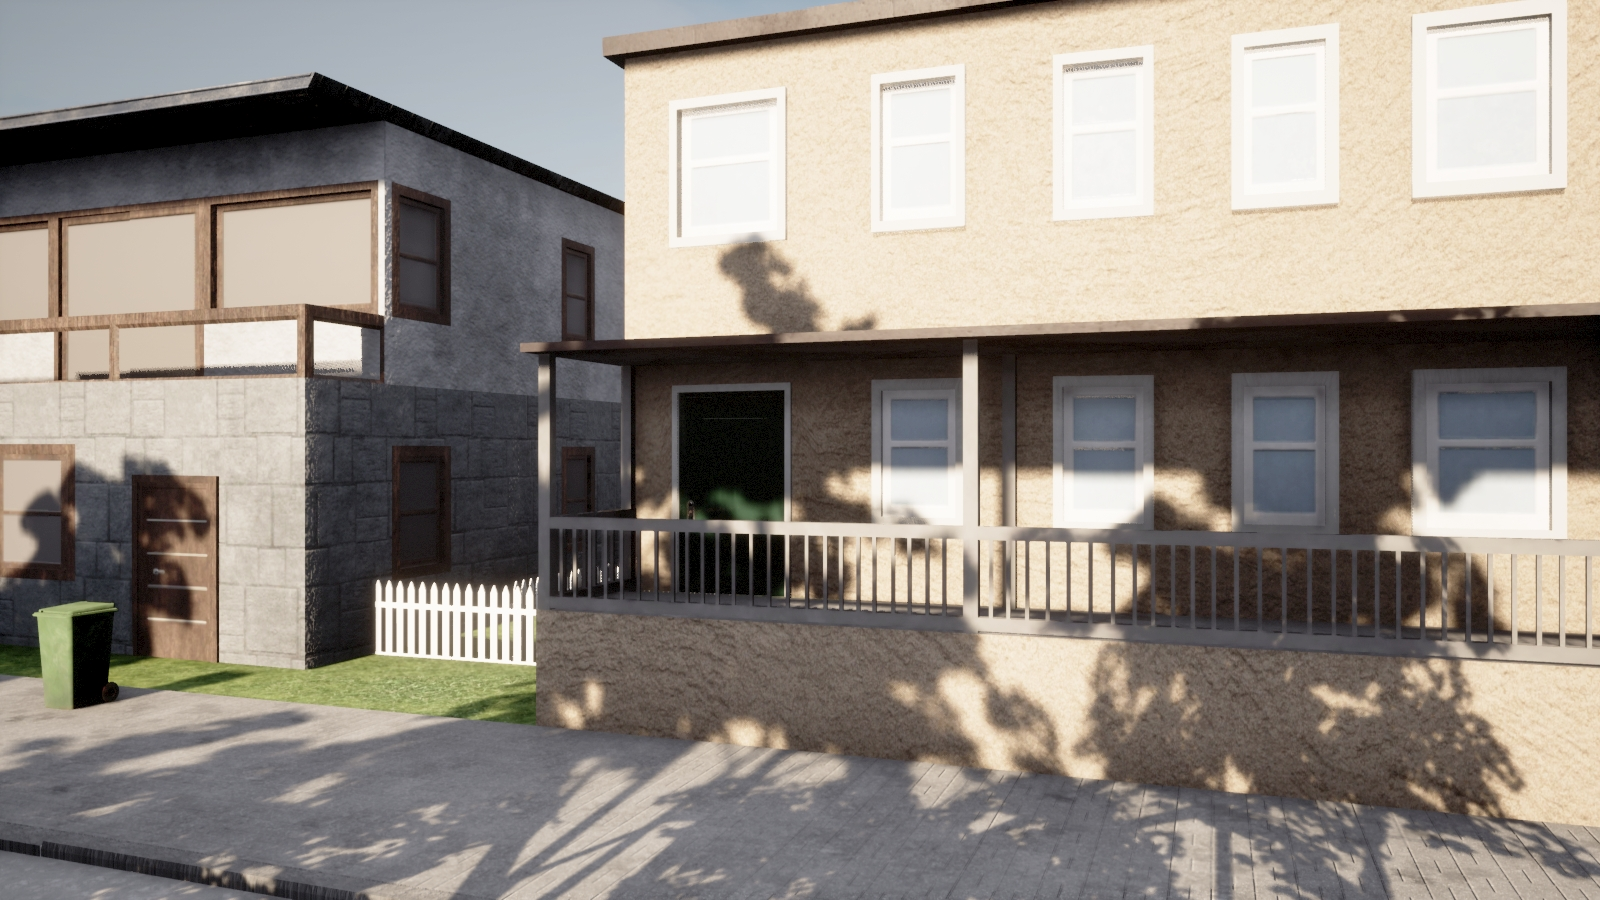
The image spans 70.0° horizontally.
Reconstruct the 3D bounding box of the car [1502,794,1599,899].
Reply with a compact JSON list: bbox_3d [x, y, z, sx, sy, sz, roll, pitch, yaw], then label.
[{"bbox_3d":[4.081,1.898,2.348,4.181,1.385,1.994,0,0,20],"label":"car"}]

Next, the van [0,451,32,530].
[{"bbox_3d":[-27.753,1.329,35.973,1.988,2.561,5.915,0,0,20],"label":"van"}]
